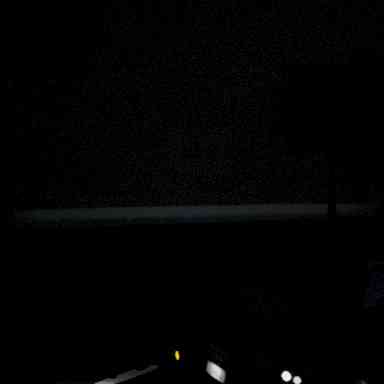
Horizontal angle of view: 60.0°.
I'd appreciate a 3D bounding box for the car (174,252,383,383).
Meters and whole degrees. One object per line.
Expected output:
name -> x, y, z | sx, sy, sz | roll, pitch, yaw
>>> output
car -> 1.853, 1.566, 4.394 | 4.181, 1.385, 1.994 | 0, 0, -35
